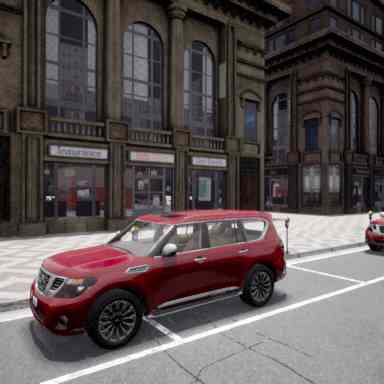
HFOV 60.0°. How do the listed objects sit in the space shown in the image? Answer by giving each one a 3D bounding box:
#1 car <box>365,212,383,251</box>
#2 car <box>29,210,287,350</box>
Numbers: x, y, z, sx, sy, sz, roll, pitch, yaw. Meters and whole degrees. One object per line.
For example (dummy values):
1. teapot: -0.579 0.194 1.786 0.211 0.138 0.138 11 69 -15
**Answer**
1. car: 8.807 1.317 12.959 5.009 1.841 2.192 0 0 -36
2. car: -0.302 1.315 6.436 5.009 1.841 2.192 0 0 -36
